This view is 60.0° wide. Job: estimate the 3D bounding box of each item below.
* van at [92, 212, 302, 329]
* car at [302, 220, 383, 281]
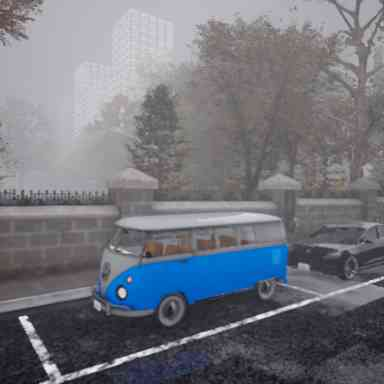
[{"bbox_3d":[0.168,1.337,6.670,3.998,1.788,1.690,0,1,-36],"label":"van"},{"bbox_3d":[4.676,1.556,9.862,4.313,1.339,1.947,0,1,-36],"label":"car"}]
